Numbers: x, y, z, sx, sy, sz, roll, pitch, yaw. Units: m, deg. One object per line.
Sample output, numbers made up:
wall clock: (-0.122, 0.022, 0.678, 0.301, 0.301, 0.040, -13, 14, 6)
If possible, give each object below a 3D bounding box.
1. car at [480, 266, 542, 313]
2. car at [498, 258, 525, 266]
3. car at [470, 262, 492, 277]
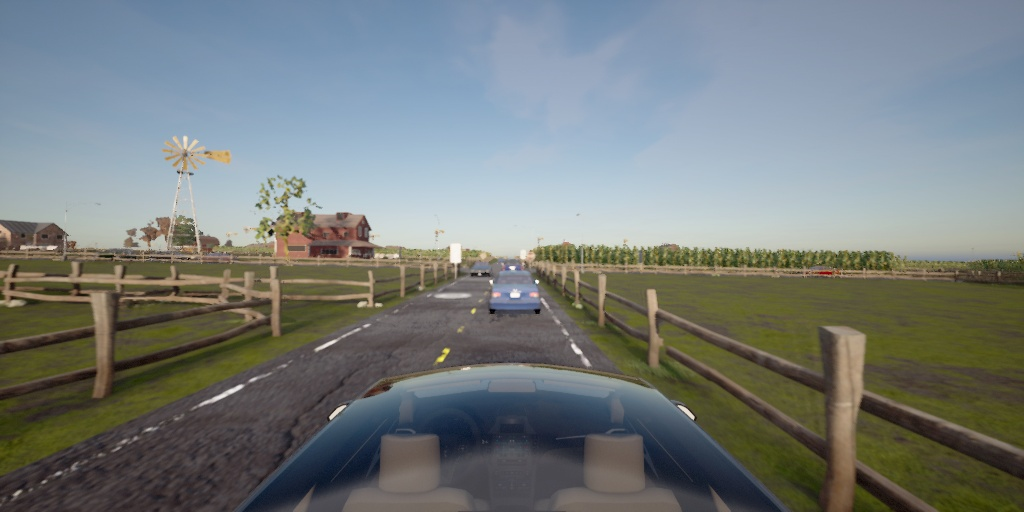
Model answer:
car: (0.096, 1.272, 13.803, 2.033, 1.411, 5.357, 0, 0, 0)
car: (0.094, 1.042, 32.549, 2.097, 1.767, 4.553, 0, 0, 0)
car: (-2.791, 1.235, 33.977, 2.033, 1.411, 5.357, 0, 0, 1)
